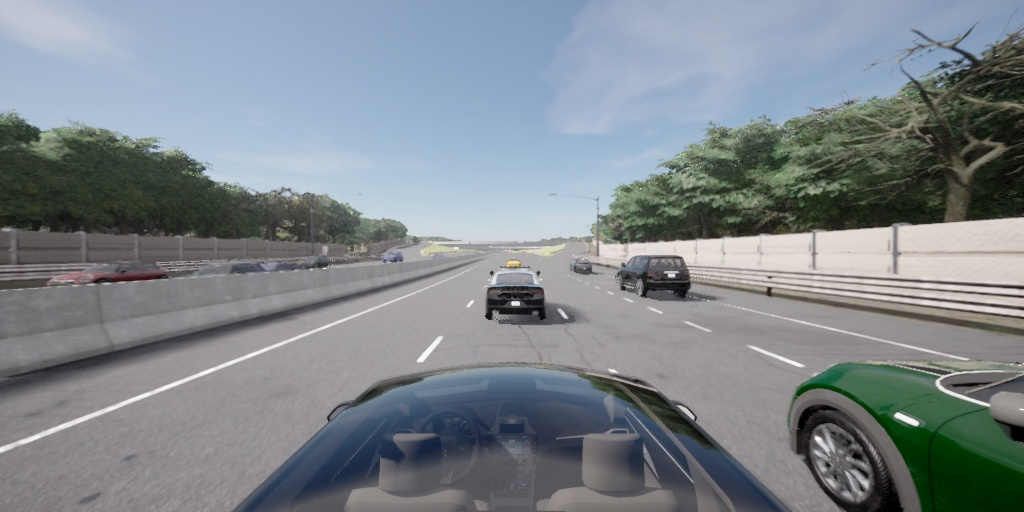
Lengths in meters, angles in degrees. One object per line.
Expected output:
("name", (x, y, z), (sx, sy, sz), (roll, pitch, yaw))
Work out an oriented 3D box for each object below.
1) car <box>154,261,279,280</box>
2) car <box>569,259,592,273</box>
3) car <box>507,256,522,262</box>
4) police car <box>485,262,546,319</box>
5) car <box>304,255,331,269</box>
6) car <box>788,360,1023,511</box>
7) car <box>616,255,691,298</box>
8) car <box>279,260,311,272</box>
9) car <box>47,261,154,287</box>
("car", (-14.075, 1.087, 17.549), (2.097, 1.767, 4.553), (0, 0, 0))
("car", (7.226, 1.005, 38.064), (2.128, 1.511, 4.902), (0, 1, 0))
("car", (0.277, 0.840, 44.719), (1.801, 1.575, 5.366), (0, 1, 0))
("police car", (0.111, 1.172, 13.014), (1.930, 1.638, 5.238), (0, 0, 0))
("car", (-24.407, 0.745, 44.298), (2.097, 1.767, 4.553), (0, 1, 1))
("car", (3.602, 1.103, 1.424), (2.097, 1.767, 4.553), (0, 0, 0))
("car", (7.137, 0.955, 18.658), (2.150, 2.045, 5.566), (0, 0, 1))
("car", (-17.544, 1.221, 26.449), (2.033, 1.411, 5.357), (0, 1, 0))
("car", (-21.070, 1.080, 18.984), (2.097, 1.767, 4.553), (0, 0, 0))
